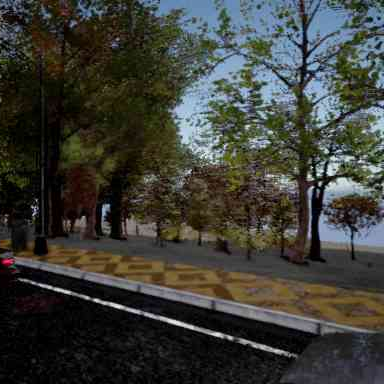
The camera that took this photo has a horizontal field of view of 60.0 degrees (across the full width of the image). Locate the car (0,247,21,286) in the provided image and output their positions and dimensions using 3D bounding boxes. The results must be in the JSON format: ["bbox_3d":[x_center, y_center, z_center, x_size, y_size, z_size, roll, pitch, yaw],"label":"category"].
[{"bbox_3d":[-6.370,1.590,8.147,5.357,1.411,2.033,0,0,34],"label":"car"}]

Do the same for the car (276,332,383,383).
[{"bbox_3d":[3.023,1.538,1.517,5.357,1.411,2.033,0,0,36],"label":"car"}]
